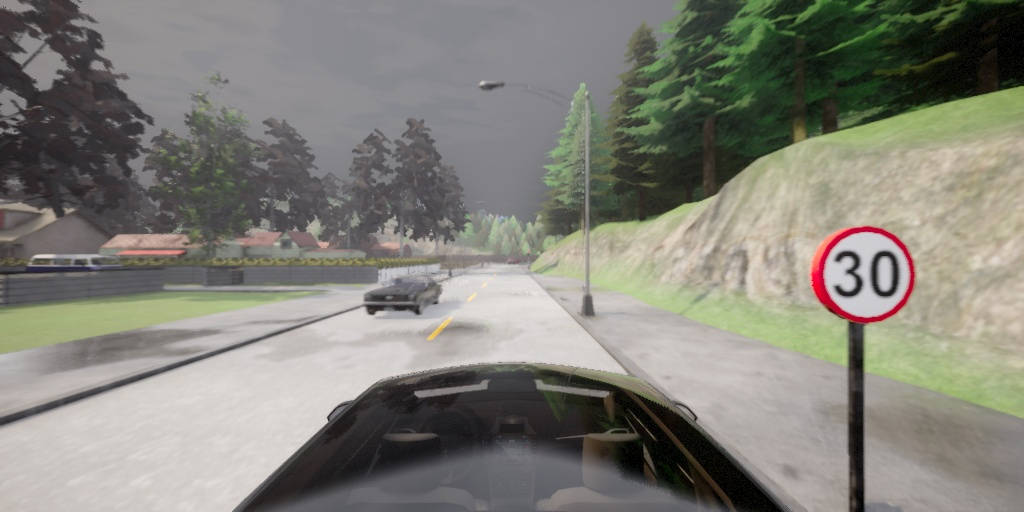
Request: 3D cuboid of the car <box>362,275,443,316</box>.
[{"bbox_3d":[-4.003,1.436,13.877,1.895,1.301,4.718,0,0,0],"label":"car"}]
